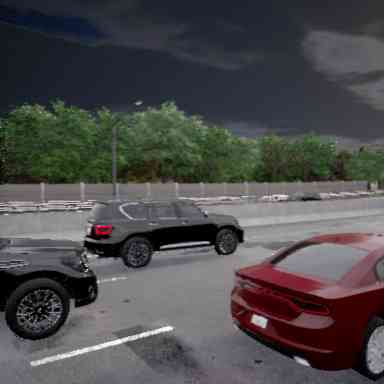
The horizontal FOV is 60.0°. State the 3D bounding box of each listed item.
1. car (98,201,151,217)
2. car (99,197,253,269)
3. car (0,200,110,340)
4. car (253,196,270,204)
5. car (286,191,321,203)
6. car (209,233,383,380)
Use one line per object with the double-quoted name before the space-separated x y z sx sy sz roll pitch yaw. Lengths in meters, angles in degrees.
"car" -6.600 1.593 32.680 4.718 1.301 1.895 -1 0 -32
"car" -0.834 1.202 11.377 5.566 2.045 2.150 -1 0 -32
"car" -4.361 1.264 5.024 5.566 2.045 2.150 -1 0 -32
"car" 4.586 1.220 27.324 4.553 1.767 2.097 -1 0 -32
"car" 15.698 0.838 46.765 5.566 2.045 2.150 -1 0 -32
"car" 2.925 1.428 5.471 5.008 1.535 1.882 -1 0 -32
